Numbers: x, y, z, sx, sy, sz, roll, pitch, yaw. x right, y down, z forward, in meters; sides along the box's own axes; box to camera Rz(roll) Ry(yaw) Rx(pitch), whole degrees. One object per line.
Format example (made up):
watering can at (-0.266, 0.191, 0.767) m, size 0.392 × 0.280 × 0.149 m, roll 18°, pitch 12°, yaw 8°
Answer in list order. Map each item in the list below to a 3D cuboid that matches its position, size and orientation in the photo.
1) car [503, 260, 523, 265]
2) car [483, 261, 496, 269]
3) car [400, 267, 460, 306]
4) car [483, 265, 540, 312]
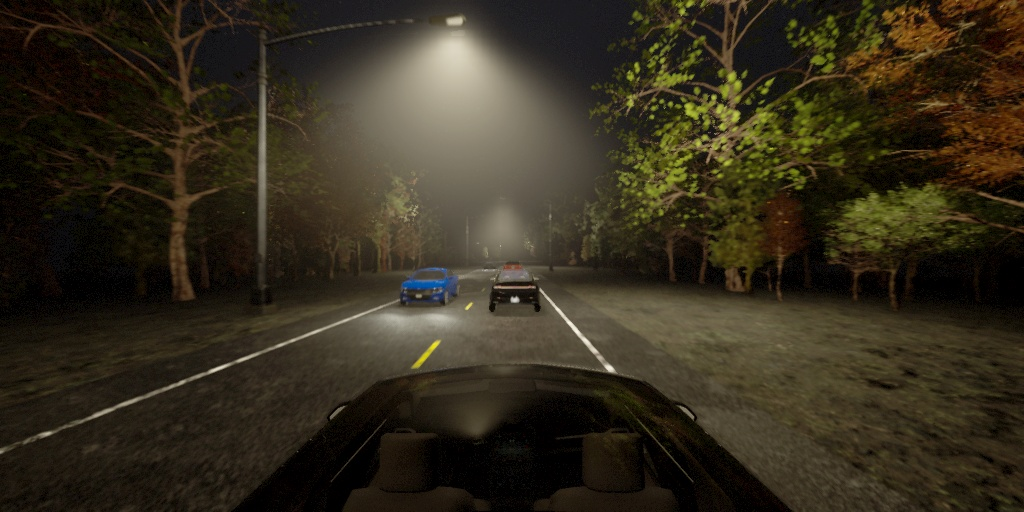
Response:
car at (0.098, 1.247, 39.257) m, size 2.097 × 1.767 × 4.553 m, roll 0°, pitch 0°, yaw 0°
car at (-3.545, 1.532, 57.743) m, size 1.994 × 1.385 × 4.181 m, roll 0°, pitch 0°, yaw 1°
car at (-3.599, 1.286, 16.366) m, size 1.882 × 1.535 × 5.008 m, roll 0°, pitch 0°, yaw 0°
car at (0.100, 1.294, 14.645) m, size 2.128 × 1.511 × 4.902 m, roll 0°, pitch 0°, yaw 0°
